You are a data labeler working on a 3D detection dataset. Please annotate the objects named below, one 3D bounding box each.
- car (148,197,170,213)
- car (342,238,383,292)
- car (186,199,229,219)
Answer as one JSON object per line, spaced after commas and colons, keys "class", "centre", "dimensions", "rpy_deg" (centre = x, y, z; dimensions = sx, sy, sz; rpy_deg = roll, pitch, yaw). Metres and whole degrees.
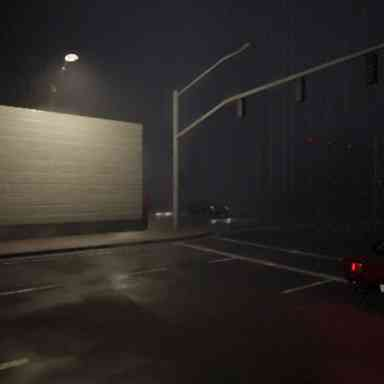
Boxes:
{"class": "car", "centre": [-4.364, 1.661, 38.926], "dimensions": [1.994, 1.385, 4.181], "rpy_deg": [0, 0, -35]}
{"class": "car", "centre": [5.643, 1.626, 7.777], "dimensions": [4.718, 1.301, 1.895], "rpy_deg": [0, 0, -35]}
{"class": "car", "centre": [1.395, 1.449, 30.859], "dimensions": [2.097, 1.767, 4.553], "rpy_deg": [0, 0, -35]}
